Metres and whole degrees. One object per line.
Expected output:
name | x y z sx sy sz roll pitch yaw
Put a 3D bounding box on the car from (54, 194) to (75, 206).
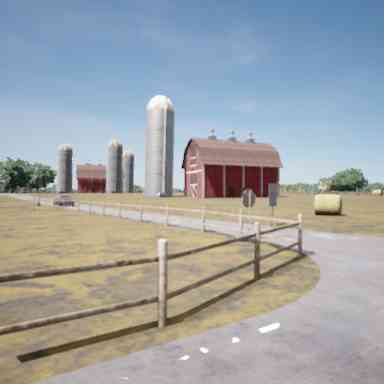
car | -19.060 1.169 49.659 2.097 1.767 4.553 2 0 -35
